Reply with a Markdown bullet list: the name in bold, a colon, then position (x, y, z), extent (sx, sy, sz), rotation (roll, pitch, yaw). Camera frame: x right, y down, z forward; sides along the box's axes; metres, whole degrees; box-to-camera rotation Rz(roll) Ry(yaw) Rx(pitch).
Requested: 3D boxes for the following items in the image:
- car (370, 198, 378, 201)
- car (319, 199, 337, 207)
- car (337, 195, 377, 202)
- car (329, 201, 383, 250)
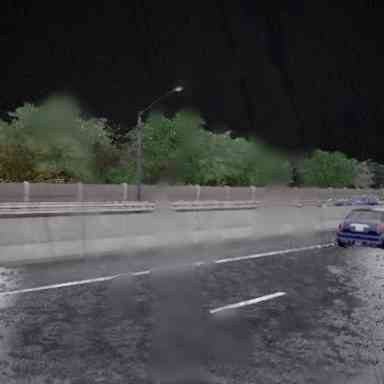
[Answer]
- **car**: position (22.258, 1.706, 37.022), extent (4.892, 1.490, 1.837), rotation (0, 0, -35)
- **car**: position (18.276, 1.692, 42.776), extent (4.902, 1.511, 2.128), rotation (0, 0, -35)
- **car**: position (20.236, 1.422, 39.876), extent (5.566, 2.045, 2.150), rotation (0, 0, -35)
- **car**: position (8.062, 1.427, 13.797), extent (4.553, 1.767, 2.097), rotation (0, 0, -35)
